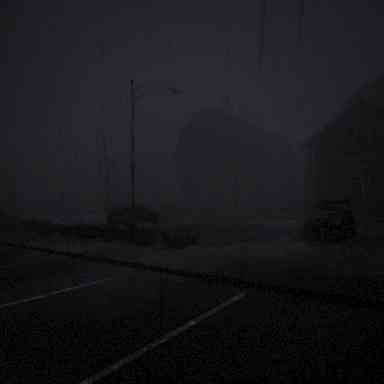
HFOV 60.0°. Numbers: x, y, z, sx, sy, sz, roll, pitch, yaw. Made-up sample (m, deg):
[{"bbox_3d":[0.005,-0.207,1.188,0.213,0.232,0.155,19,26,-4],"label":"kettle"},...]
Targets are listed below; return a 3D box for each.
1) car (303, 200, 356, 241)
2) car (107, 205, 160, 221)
[{"bbox_3d":[7.128,1.350,17.026,1.905,1.878,3.866,-1,0,36],"label":"car"},{"bbox_3d":[-4.193,1.671,24.365,1.816,1.474,4.193,-1,0,36],"label":"car"}]
